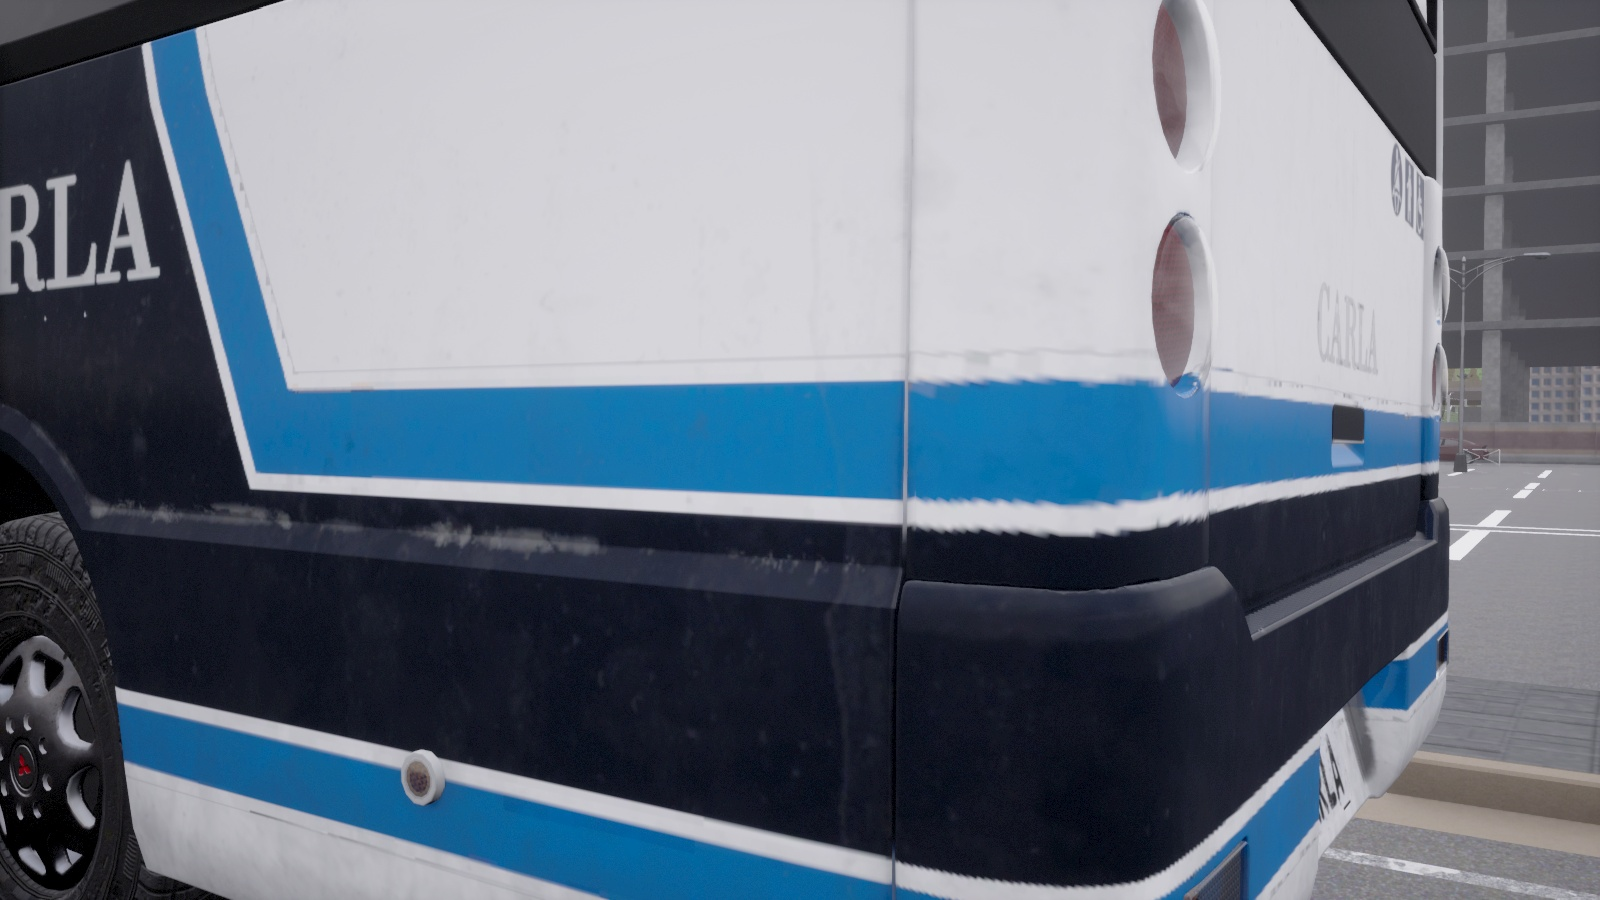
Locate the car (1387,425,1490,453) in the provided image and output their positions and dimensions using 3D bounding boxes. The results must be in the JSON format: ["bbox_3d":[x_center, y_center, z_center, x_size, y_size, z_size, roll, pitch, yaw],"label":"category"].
[{"bbox_3d":[35.835,-0.633,70.471,5.008,1.535,1.882,0,1,32],"label":"car"}]

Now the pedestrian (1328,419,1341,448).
[{"bbox_3d":[34.125,-1.073,80.219,0.706,1.836,0.354,0,1,17],"label":"pedestrian"}]

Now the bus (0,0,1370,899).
[{"bbox_3d":[-3.296,-0.694,5.768,10.273,4.253,3.944,0,1,33],"label":"bus"}]
